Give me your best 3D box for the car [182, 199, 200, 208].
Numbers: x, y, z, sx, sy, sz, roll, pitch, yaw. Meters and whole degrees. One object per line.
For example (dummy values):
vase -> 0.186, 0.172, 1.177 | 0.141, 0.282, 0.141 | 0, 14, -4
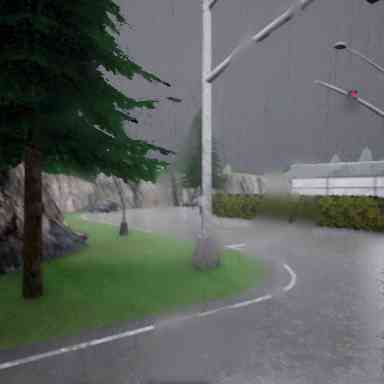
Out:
car -> 1.063, 1.695, 50.244 | 5.357, 1.411, 2.033 | 0, 0, -39

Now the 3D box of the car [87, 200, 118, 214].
car -> -9.439, 1.582, 35.788 | 2.033, 1.411, 5.357 | 0, 0, 4
